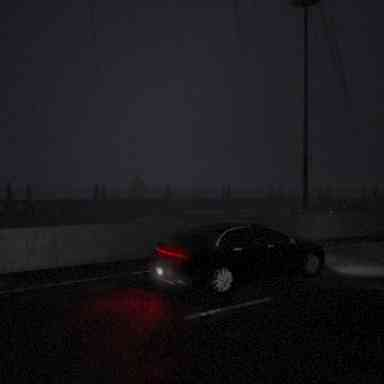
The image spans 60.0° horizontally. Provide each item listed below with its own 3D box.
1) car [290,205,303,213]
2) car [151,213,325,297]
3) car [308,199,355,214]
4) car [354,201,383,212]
[{"bbox_3d":[10.906,1.417,28.978,5.008,1.535,1.882,0,0,-21],"label":"car"},{"bbox_3d":[1.352,1.482,8.546,4.892,1.490,1.837,0,0,-32],"label":"car"},{"bbox_3d":[11.757,1.442,25.548,4.902,1.511,2.128,0,0,-21],"label":"car"},{"bbox_3d":[13.973,1.454,22.671,4.902,1.511,2.128,0,0,-20],"label":"car"}]
